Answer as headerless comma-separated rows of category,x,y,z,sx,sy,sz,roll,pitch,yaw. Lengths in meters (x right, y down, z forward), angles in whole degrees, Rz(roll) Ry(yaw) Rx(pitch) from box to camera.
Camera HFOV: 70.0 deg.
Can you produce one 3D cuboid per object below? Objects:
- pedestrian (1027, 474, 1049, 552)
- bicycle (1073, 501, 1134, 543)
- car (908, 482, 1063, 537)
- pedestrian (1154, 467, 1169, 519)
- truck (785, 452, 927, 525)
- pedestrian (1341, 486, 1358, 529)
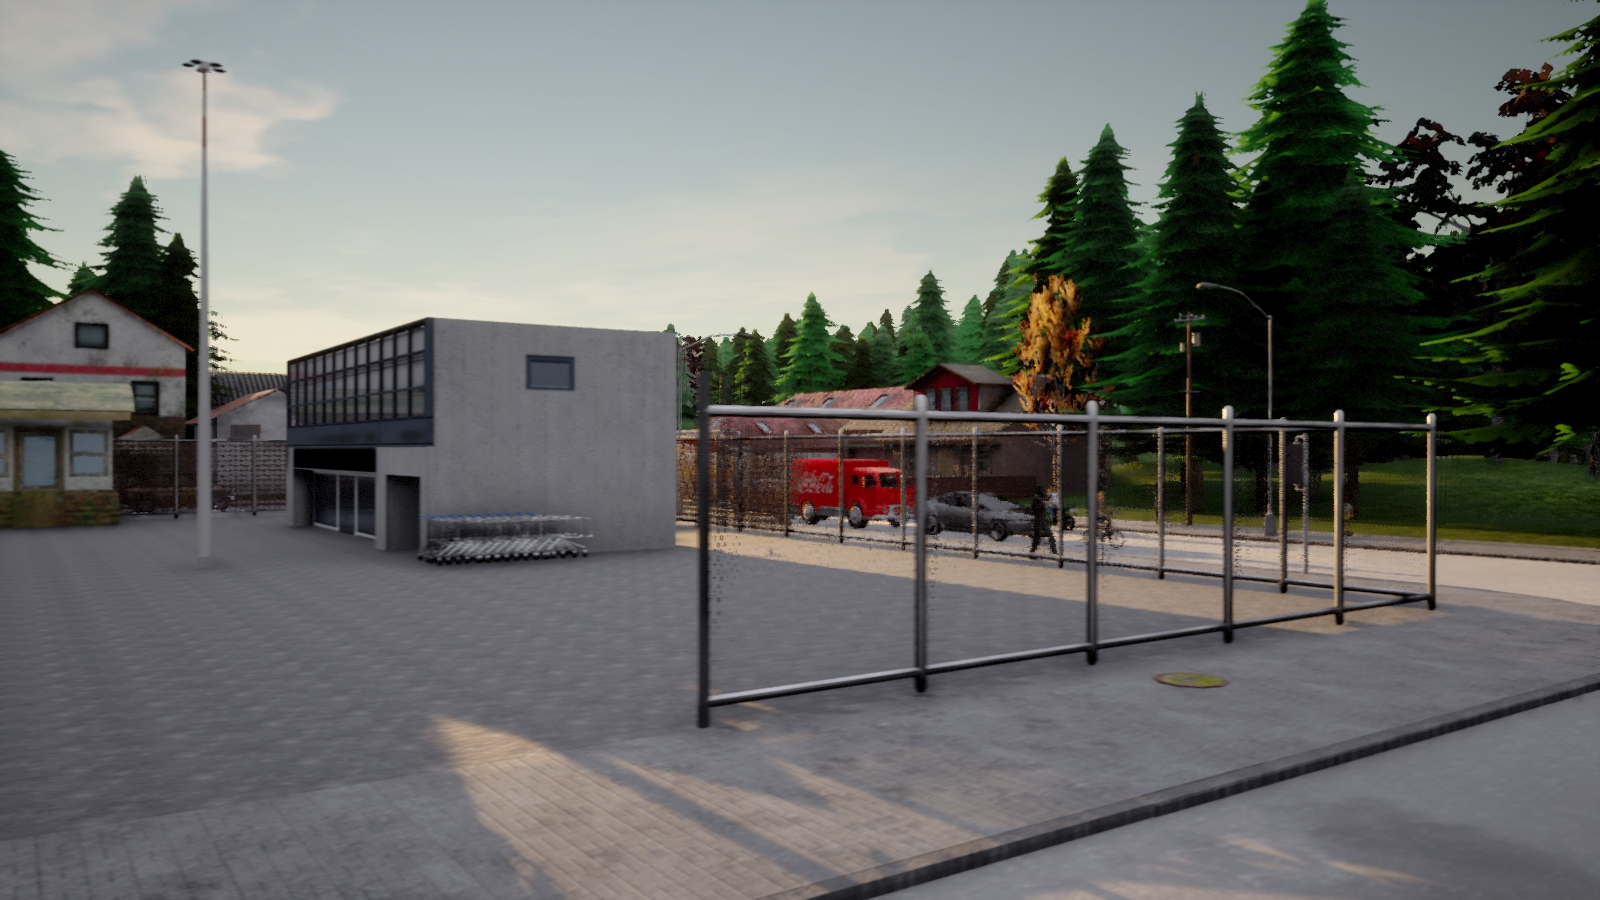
pedestrian,5.748,1.516,27.575,0.375,1.860,0.375,0,0,-36
bicycle,8.664,2.036,32.632,0.859,1.080,1.487,0,0,-35
car,5.863,1.843,36.635,2.163,1.488,4.792,0,0,-35
pedestrian,12.851,1.524,40.620,0.375,1.860,0.375,0,0,-11
truck,1.983,1.339,42.207,2.627,2.467,5.204,0,0,-35
pedestrian,17.276,1.805,35.916,0.375,1.300,0.375,0,0,-40
